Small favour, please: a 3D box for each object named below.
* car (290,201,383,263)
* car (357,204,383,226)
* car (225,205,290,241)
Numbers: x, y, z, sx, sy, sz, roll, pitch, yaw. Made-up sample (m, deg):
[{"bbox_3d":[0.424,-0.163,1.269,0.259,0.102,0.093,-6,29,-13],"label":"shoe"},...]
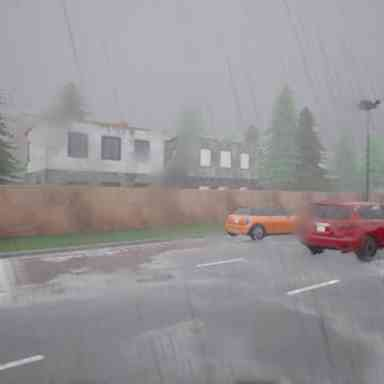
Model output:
[{"bbox_3d":[6.567,1.365,12.842,5.566,2.045,2.150,0,0,-35],"label":"car"},{"bbox_3d":[15.735,1.825,27.445,4.892,1.490,1.837,0,0,-38],"label":"car"},{"bbox_3d":[4.093,1.501,17.649,4.553,1.767,2.097,1,0,-29],"label":"car"}]
